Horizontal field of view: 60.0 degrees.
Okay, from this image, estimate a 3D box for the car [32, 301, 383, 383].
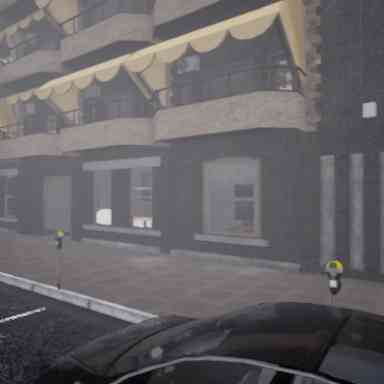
[{"bbox_3d":[0.608,1.570,2.440,4.313,1.339,1.947,0,0,35],"label":"car"}]
